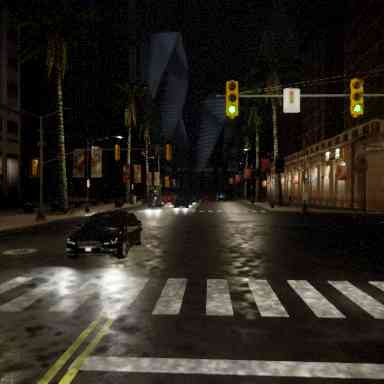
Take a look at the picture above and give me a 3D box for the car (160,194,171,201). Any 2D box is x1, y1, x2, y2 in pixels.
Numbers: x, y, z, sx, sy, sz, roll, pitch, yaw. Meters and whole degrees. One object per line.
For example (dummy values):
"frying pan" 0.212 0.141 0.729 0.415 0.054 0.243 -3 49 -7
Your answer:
"car" -6.407 1.371 81.271 2.185 1.767 4.553 0 0 2

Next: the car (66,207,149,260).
"car" -3.074 1.507 12.628 1.837 1.490 4.892 0 0 3

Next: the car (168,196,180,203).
"car" -3.750 1.554 70.870 2.033 1.411 5.357 0 0 3

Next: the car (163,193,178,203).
"car" -4.333 1.236 60.113 2.150 2.045 5.566 0 0 4

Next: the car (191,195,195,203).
"car" -0.928 1.517 58.285 1.837 1.490 4.892 0 0 3

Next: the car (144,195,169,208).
"car" -4.981 1.501 46.910 2.128 1.511 4.902 0 0 3

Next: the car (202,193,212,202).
"car" 3.574 1.240 77.809 2.150 2.045 5.566 0 0 2

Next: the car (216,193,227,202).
"car" 7.083 1.538 78.013 2.128 1.511 4.902 0 0 2

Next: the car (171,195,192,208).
"car" -1.431 1.574 47.888 1.994 1.385 4.181 0 0 3

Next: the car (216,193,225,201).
"car" 7.443 1.235 88.087 2.150 2.045 5.566 0 0 2
